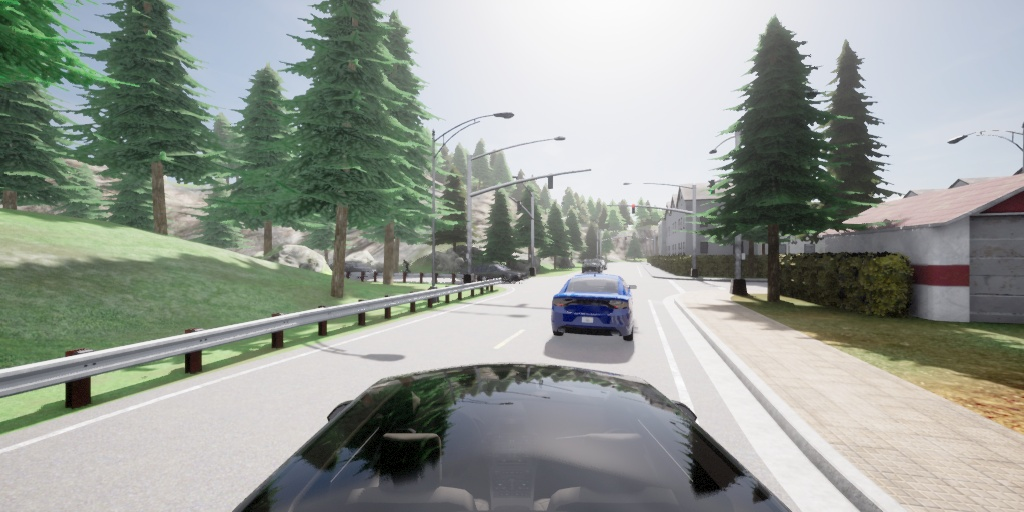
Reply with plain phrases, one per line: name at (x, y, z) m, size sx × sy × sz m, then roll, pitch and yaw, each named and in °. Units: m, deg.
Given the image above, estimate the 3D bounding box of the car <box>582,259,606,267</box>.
car at (9.614, 1.102, 42.821) m, size 2.097 × 1.767 × 4.553 m, roll 0°, pitch 0°, yaw 19°

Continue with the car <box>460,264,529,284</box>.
car at (-1.451, 1.309, 27.263) m, size 5.357 × 1.411 × 2.033 m, roll 0°, pitch 0°, yaw 24°

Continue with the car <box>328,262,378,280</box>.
car at (-14.070, 1.253, 31.615) m, size 4.902 × 1.511 × 2.128 m, roll 0°, pitch 0°, yaw 18°

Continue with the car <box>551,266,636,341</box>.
car at (2.412, 1.228, 10.092) m, size 1.882 × 1.535 × 5.008 m, roll 0°, pitch 0°, yaw 18°

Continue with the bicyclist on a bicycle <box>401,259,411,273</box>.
bicyclist on a bicycle at (-11.291, 1.167, 38.122) m, size 0.582 × 1.620 × 1.656 m, roll -2°, pitch 5°, yaw 18°
